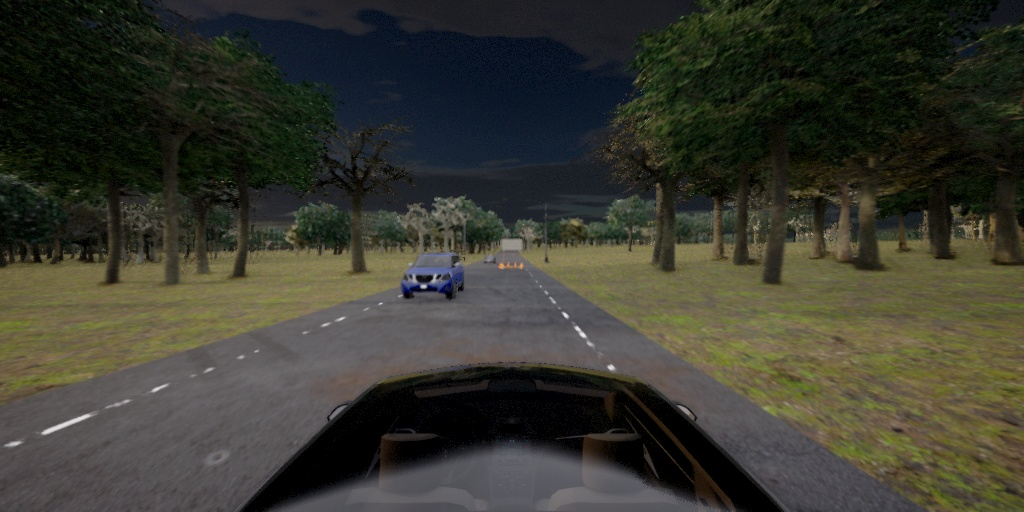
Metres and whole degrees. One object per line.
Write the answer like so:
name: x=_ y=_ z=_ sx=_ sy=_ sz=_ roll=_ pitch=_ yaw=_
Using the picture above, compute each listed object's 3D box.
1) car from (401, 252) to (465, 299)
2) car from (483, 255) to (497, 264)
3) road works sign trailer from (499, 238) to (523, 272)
car: x=-3.602 y=0.853 z=17.396 sx=2.150 sy=2.045 sz=5.566 roll=0 pitch=1 yaw=0
car: x=-3.554 y=0.547 z=58.305 sx=2.128 sy=1.511 sz=4.902 roll=0 pitch=1 yaw=1
road works sign trailer: x=-0.018 y=-0.153 z=38.316 sx=2.380 sy=3.560 sz=2.880 roll=0 pitch=0 yaw=0
